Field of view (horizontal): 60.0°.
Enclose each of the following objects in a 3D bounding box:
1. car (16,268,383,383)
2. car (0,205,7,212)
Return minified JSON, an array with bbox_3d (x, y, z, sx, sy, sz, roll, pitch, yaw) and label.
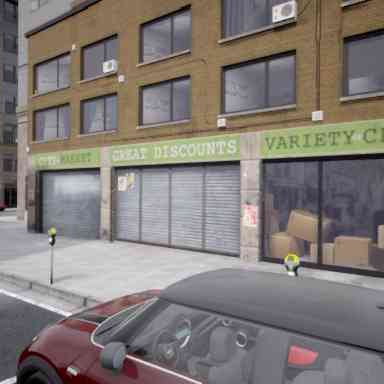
[{"bbox_3d":[0.240,1.439,2.894,4.097,1.590,1.967,0,1,35],"label":"car"},{"bbox_3d":[-19.429,1.452,29.774,1.895,1.301,4.718,1,1,34],"label":"car"}]
